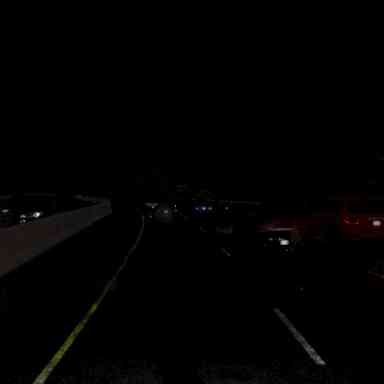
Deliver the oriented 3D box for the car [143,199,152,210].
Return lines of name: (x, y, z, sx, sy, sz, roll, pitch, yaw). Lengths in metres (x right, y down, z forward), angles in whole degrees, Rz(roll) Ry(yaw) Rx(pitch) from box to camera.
car: (-5.267, 1.573, 42.718, 1.895, 1.301, 4.718, 0, 0, -13)

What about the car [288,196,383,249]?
car: (6.383, 1.201, 14.555, 2.150, 2.045, 5.566, 0, 0, -5)

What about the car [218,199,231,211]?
car: (3.164, 1.491, 36.976, 1.812, 1.442, 4.674, 0, 0, -11)

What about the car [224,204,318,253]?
car: (2.925, 1.476, 13.624, 2.128, 1.511, 4.902, 0, 0, -4)

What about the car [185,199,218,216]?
car: (0.589, 1.520, 32.031, 2.033, 1.411, 5.357, 0, 0, -10)

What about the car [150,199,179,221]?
car: (-2.158, 1.544, 26.969, 1.994, 1.385, 4.181, 0, 0, -8)
